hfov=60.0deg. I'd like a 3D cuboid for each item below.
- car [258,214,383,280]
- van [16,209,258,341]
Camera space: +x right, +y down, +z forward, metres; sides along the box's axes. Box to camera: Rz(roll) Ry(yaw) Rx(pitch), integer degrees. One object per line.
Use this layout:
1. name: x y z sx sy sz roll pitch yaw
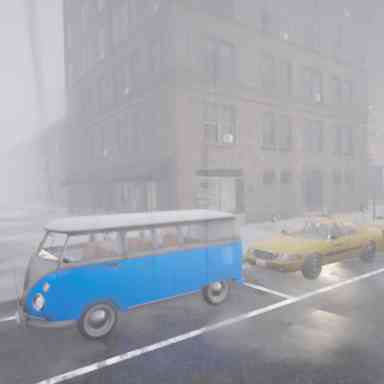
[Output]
1. car: 3.596 1.318 9.331 4.829 1.417 1.752 -2 1 -36
2. van: -0.882 1.274 6.134 3.998 1.788 1.690 -2 1 -36
